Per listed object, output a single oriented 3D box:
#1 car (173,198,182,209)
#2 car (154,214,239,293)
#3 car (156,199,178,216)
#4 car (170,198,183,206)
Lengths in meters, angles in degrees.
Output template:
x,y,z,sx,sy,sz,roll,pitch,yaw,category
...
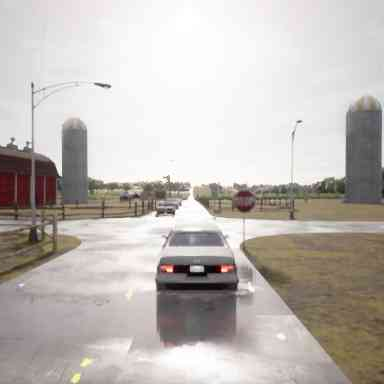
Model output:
x,y,z,sx,sy,sz,roll,pitch,yaw,category
-2.829,1.665,47.053,1.882,1.535,5.008,0,-1,0,car
0.102,1.550,8.978,2.033,1.411,5.357,0,0,0,car
-2.646,1.709,33.657,1.895,1.301,4.718,0,0,-4,car
-2.773,1.806,61.179,2.128,1.511,4.902,0,-1,1,car
